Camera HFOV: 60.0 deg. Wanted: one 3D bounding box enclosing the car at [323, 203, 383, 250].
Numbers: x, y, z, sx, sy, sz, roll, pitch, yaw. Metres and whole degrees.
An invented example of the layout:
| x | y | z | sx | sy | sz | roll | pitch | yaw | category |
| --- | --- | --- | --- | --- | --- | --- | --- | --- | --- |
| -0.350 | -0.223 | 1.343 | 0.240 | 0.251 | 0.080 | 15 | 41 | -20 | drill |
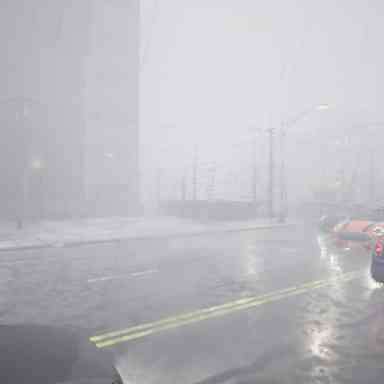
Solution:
| x | y | z | sx | sy | sz | roll | pitch | yaw | category |
| --- | --- | --- | --- | --- | --- | --- | --- | --- | --- |
| 7.891 | 1.444 | 13.940 | 4.553 | 1.767 | 2.097 | 0 | 0 | -36 | car |

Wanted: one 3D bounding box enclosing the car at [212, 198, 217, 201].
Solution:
| x | y | z | sx | sy | sz | roll | pitch | yaw | category |
| --- | --- | --- | --- | --- | --- | --- | --- | --- | --- |
| 4.182 | 1.821 | 60.466 | 4.718 | 1.301 | 1.895 | 0 | 0 | -36 | car |

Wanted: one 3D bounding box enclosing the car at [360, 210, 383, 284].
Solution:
| x | y | z | sx | sy | sz | roll | pitch | yaw | category |
| --- | --- | --- | --- | --- | --- | --- | --- | --- | --- |
| 6.602 | 1.417 | 8.503 | 4.553 | 1.767 | 2.097 | 1 | 0 | -35 | car |

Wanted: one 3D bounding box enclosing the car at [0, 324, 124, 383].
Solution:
| x | y | z | sx | sy | sz | roll | pitch | yaw | category |
| --- | --- | --- | --- | --- | --- | --- | --- | --- | --- |
| -2.452 | 1.558 | 1.996 | 4.181 | 1.385 | 1.994 | 0 | 0 | -36 | car |

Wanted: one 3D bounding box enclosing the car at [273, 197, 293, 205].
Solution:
| x | y | z | sx | sy | sz | roll | pitch | yaw | category |
| --- | --- | --- | --- | --- | --- | --- | --- | --- | --- |
| 18.912 | 1.808 | 68.972 | 3.806 | 1.475 | 1.970 | 0 | 0 | -36 | car |

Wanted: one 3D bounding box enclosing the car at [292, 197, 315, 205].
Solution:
| x | y | z | sx | sy | sz | roll | pitch | yaw | category |
| --- | --- | --- | --- | --- | --- | --- | --- | --- | --- |
| 21.823 | 1.776 | 64.974 | 4.674 | 1.452 | 2.002 | 0 | 0 | -36 | car |

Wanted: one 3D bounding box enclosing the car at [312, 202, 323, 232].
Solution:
| x | y | z | sx | sy | sz | roll | pitch | yaw | category |
| --- | --- | --- | --- | --- | --- | --- | --- | --- | --- |
| 9.438 | 1.473 | 19.348 | 4.553 | 1.767 | 2.097 | 0 | 0 | -36 | car |

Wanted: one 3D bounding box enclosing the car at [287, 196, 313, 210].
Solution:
| x | y | z | sx | sy | sz | roll | pitch | yaw | category |
| --- | --- | --- | --- | --- | --- | --- | --- | --- | --- |
| 14.936 | 1.503 | 45.906 | 4.553 | 1.767 | 2.185 | 0 | 0 | -36 | car |
